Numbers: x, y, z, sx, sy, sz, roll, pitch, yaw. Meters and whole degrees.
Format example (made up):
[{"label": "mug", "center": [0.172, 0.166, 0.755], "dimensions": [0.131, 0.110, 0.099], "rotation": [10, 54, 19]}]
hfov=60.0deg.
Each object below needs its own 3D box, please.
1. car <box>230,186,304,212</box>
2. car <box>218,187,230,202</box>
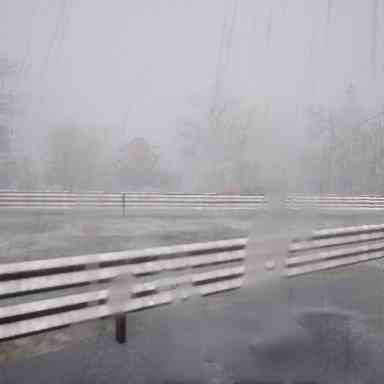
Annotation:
[{"label": "car", "center": [6.332, 0.540, 27.205], "dimensions": [5.566, 2.045, 2.150], "rotation": [1, 0, -11]}, {"label": "car", "center": [5.666, 0.528, 30.641], "dimensions": [5.566, 2.045, 2.150], "rotation": [1, 0, -11]}]
